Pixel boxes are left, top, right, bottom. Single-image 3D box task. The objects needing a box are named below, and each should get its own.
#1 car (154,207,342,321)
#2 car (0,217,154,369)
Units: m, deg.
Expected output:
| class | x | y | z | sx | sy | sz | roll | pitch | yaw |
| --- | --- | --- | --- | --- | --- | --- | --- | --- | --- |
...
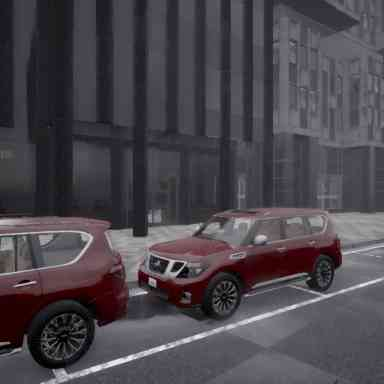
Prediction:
| class | x | y | z | sx | sy | sz | roll | pitch | yaw |
| --- | --- | --- | --- | --- | --- | --- | --- | --- | --- |
| car | 1.335 | 1.314 | 7.473 | 5.009 | 1.841 | 2.192 | 0 | 0 | -35 |
| car | -3.263 | 1.315 | 4.206 | 5.009 | 1.841 | 2.192 | 0 | 0 | -35 |
